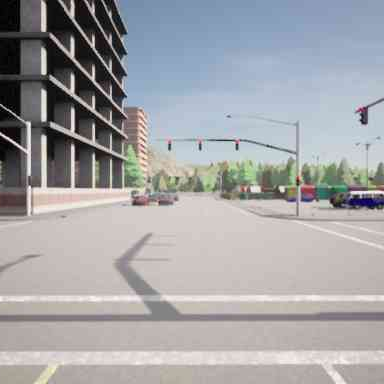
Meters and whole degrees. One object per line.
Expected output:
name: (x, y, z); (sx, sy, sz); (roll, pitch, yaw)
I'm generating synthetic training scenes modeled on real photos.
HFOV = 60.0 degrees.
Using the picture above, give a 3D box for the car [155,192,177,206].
car: (-3.743, 1.100, 48.436); (2.097, 1.767, 4.553); (0, 0, 0)

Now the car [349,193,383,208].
car: (25.132, 1.204, 47.336); (3.806, 1.475, 1.970); (0, 0, 1)

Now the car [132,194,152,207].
car: (-7.256, 1.232, 46.985); (1.882, 1.535, 5.008); (0, 1, 0)

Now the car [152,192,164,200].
car: (-7.085, 0.792, 69.507); (2.033, 1.411, 5.357); (0, 0, 0)

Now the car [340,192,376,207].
car: (25.163, 1.158, 50.231); (3.905, 1.438, 1.784); (0, 0, 1)

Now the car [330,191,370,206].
car: (25.141, 0.933, 52.913); (4.605, 1.855, 1.932); (0, 0, 1)

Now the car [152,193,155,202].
car: (-7.116, 1.189, 60.879); (1.837, 1.490, 4.892); (0, 0, 0)

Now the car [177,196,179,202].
car: (-3.611, 1.223, 66.048); (1.994, 1.385, 4.181); (0, 0, 1)
